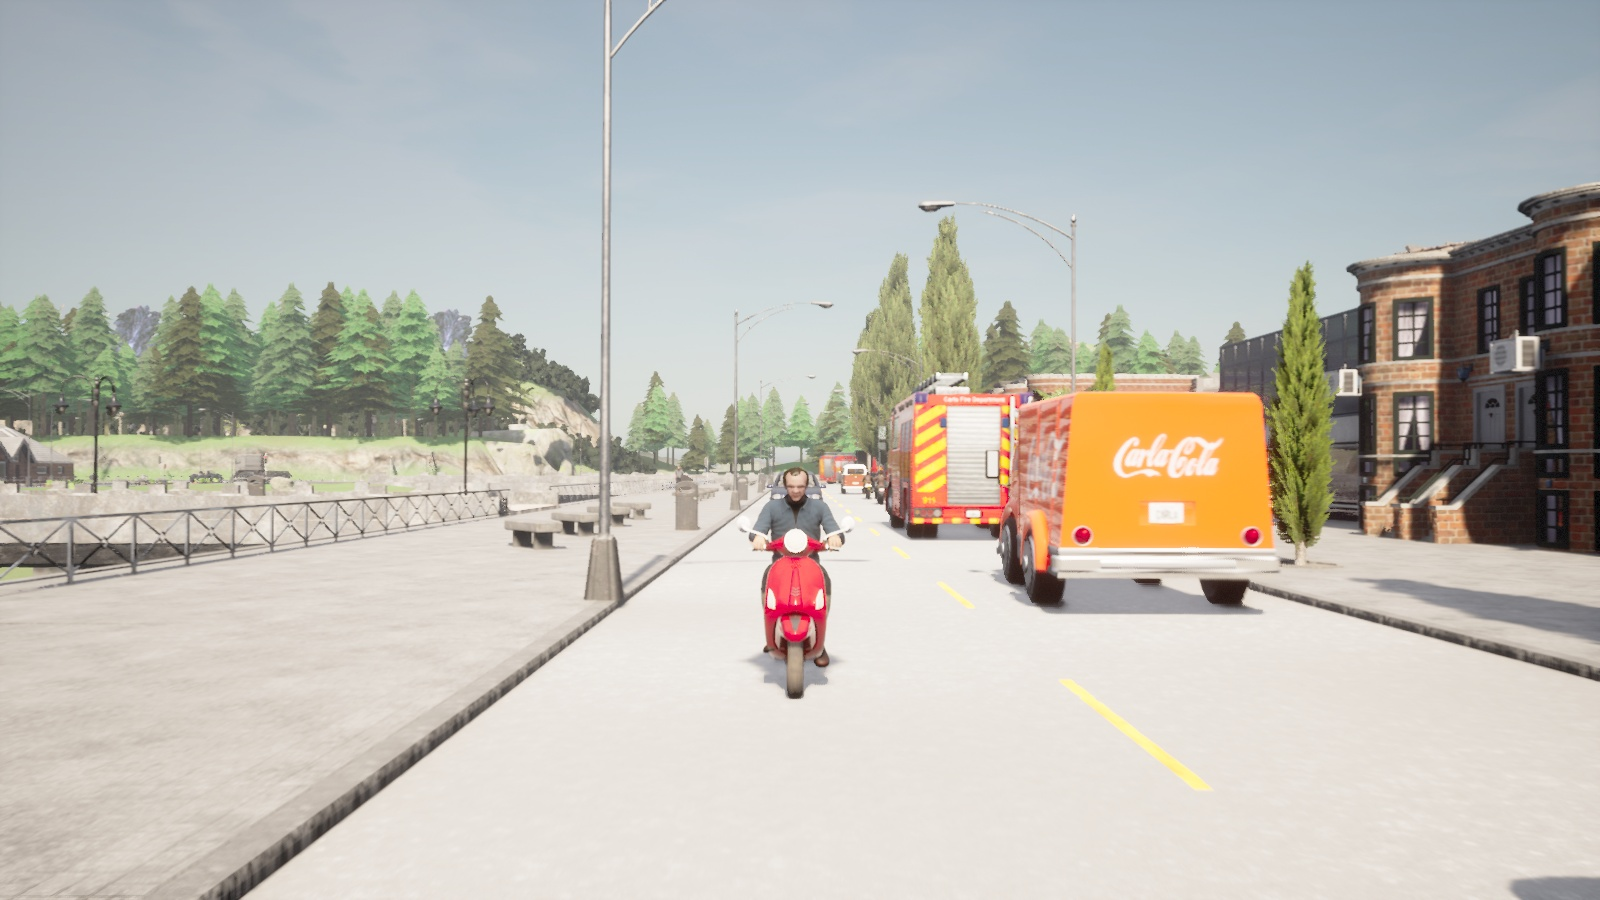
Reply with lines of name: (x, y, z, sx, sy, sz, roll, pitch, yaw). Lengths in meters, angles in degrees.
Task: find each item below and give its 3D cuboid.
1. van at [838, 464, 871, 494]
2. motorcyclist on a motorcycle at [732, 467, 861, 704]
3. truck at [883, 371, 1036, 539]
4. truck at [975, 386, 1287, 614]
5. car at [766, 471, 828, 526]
van: (3.774, 1.984, 87.250, 2.069, 2.038, 4.480, 0, -1, 0)
motorcyclist on a motorcycle: (-0.025, 0.926, 9.392, 0.866, 1.590, 1.817, 0, -1, 0)
truck: (3.910, 0.184, 32.849, 2.891, 3.827, 8.468, 0, -1, 0)
truck: (3.955, 0.584, 16.222, 2.627, 2.467, 5.204, 0, -1, 0)
car: (-0.098, 1.430, 37.993, 1.789, 1.549, 3.705, 0, -1, 0)
